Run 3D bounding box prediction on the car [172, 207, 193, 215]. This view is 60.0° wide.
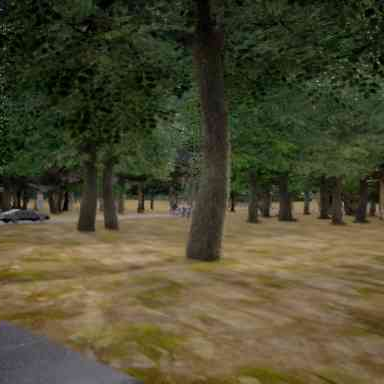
[{"bbox_3d":[-1.503,3.598,60.991,1.895,1.301,4.718,-1,-3,34],"label":"car"}]

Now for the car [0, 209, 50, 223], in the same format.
[{"bbox_3d":[-18.066,2.561,35.669,2.033,1.411,5.357,-1,-3,33],"label":"car"}]

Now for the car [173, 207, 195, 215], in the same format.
[{"bbox_3d":[-1.536,3.714,66.495,1.882,1.535,5.008,-1,-3,33],"label":"car"}]
